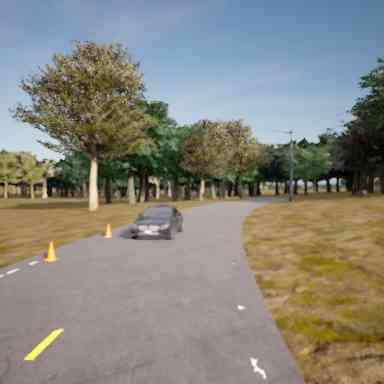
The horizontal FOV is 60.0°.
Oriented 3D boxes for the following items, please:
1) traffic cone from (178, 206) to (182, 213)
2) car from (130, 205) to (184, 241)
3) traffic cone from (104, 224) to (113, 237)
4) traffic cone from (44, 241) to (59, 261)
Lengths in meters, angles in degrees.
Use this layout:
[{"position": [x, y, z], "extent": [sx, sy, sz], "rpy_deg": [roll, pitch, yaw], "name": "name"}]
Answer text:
[{"position": [-1.154, 1.610, 30.678], "extent": [0.340, 0.580, 0.340], "rpy_deg": [0, 1, 14], "name": "traffic cone"}, {"position": [-1.514, 1.385, 16.107], "extent": [1.812, 1.442, 4.674], "rpy_deg": [0, 1, 8], "name": "car"}, {"position": [-3.923, 1.809, 15.634], "extent": [0.340, 0.580, 0.340], "rpy_deg": [0, 1, 7], "name": "traffic cone"}, {"position": [-4.464, 1.860, 10.562], "extent": [0.340, 0.580, 0.340], "rpy_deg": [0, 1, 5], "name": "traffic cone"}]
